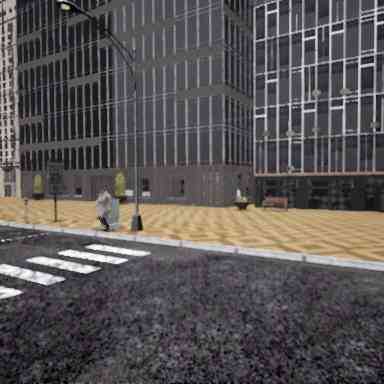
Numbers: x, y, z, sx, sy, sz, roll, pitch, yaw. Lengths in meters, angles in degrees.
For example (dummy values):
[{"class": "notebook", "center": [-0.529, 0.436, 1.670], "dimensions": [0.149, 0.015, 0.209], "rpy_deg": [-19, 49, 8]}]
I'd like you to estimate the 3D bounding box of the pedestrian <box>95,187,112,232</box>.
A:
[{"class": "pedestrian", "center": [-3.511, 0.643, 13.325], "dimensions": [0.375, 1.860, 0.375], "rpy_deg": [1, 2, 31]}]
